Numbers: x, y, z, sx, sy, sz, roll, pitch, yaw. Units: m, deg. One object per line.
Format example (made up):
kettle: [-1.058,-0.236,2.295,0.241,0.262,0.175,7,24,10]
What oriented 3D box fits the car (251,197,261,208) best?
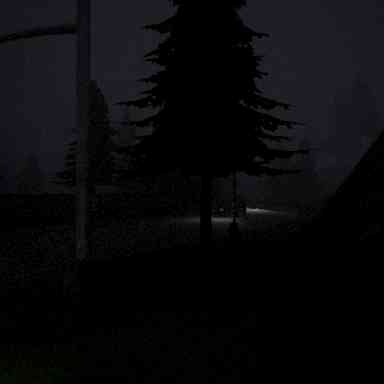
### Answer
car: [8.483,1.546,49.204,2.128,1.511,4.902,0,0,4]

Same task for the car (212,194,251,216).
car: [3.733,1.234,32.143,2.150,2.045,5.566,0,0,23]

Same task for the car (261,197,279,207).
car: [12.068,1.564,52.221,2.033,1.411,5.357,0,0,-3]
